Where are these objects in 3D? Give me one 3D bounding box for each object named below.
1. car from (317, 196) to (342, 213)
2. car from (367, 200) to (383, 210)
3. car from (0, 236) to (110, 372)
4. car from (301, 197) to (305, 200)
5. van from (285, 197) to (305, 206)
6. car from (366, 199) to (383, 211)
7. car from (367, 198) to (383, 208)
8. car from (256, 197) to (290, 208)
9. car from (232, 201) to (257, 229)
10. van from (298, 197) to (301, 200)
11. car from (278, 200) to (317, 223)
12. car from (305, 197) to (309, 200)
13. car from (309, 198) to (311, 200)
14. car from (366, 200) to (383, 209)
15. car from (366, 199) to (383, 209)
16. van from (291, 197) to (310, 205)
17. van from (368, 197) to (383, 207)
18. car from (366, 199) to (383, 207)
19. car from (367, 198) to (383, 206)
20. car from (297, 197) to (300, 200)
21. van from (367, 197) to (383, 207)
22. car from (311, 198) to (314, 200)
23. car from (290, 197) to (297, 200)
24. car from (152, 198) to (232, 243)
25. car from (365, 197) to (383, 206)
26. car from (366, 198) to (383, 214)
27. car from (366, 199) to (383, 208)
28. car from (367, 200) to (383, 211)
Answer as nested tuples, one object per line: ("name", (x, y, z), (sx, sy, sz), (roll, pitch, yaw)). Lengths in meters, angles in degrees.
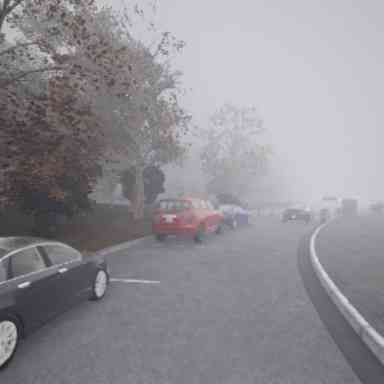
("car", (17.483, 1.517, 41.534), (2.150, 2.045, 5.566), (-1, -1, 29))
("car", (29.820, 1.999, 51.173), (4.674, 1.452, 2.002), (0, 0, 8))
("car", (-3.035, 1.504, 5.681), (2.231, 1.521, 4.892), (0, -1, 9))
("car", (22.249, 2.431, 75.062), (4.892, 1.521, 2.231), (-1, -1, 8))
("van", (24.860, 2.310, 80.297), (4.442, 1.987, 1.878), (-1, -1, 8))
("car", (28.638, 1.912, 48.558), (5.366, 1.575, 1.946), (0, -1, 8))
("car", (35.304, 2.019, 61.558), (4.553, 1.767, 2.185), (1, 0, 8))
("car", (14.057, 1.896, 59.433), (5.566, 2.045, 2.435), (-1, -2, 8))
("car", (2.440, 1.566, 22.174), (2.097, 1.535, 5.008), (0, 0, 27))
("van", (20.756, 2.158, 72.474), (4.442, 1.987, 1.878), (-1, -1, 8))
("car", (8.206, 1.563, 25.609), (1.812, 1.442, 4.674), (-1, 0, 26))
("car", (23.795, 2.475, 77.649), (5.366, 1.575, 1.946), (-1, -2, 8))
("car", (26.350, 2.625, 82.879), (4.674, 1.452, 2.002), (-1, -1, 8))
("car", (32.515, 2.081, 56.371), (4.792, 1.488, 2.163), (0, 0, 8))
("car", (31.189, 2.006, 53.764), (4.892, 1.521, 2.231), (0, 0, 8))
("van", (27.829, 2.414, 85.488), (4.442, 1.987, 1.878), (-1, -2, 8))
("van", (40.844, 2.118, 71.944), (4.442, 1.987, 1.878), (1, -1, 8))
("car", (39.357, 2.291, 69.359), (5.008, 1.535, 2.097), (1, -1, 8))
("car", (42.061, 2.269, 74.558), (4.553, 1.767, 2.185), (1, -1, 8))
("car", (19.476, 2.364, 69.855), (4.792, 1.488, 2.163), (-1, -1, 8))
("van", (37.886, 2.014, 66.772), (4.442, 1.987, 1.878), (0, -1, 8))
("car", (26.954, 2.342, 70.278), (1.837, 1.490, 4.892), (-1, -1, 28))
("car", (18.164, 2.161, 67.246), (4.553, 1.767, 2.185), (-1, -1, 8))
("car", (-0.023, 1.287, 16.709), (2.435, 2.045, 5.566), (0, 0, 21))
("car", (44.848, 2.254, 79.746), (5.566, 2.045, 2.435), (1, -1, 8))
("car", (23.000, 1.730, 38.193), (4.892, 1.521, 2.231), (0, -1, 8))
("car", (33.915, 2.099, 58.964), (4.892, 1.521, 2.231), (0, 0, 8))
("car", (27.093, 1.907, 45.977), (4.674, 1.452, 2.002), (0, 0, 8))
